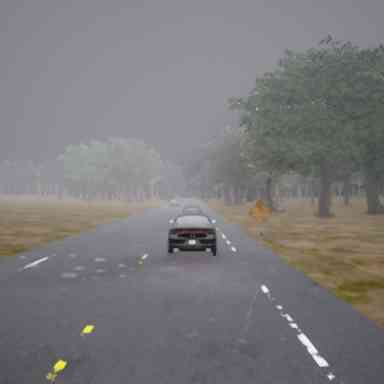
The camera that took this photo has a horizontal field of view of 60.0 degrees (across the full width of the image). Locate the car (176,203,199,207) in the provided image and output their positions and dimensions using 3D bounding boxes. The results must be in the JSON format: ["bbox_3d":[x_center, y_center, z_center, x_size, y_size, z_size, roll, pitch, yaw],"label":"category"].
[{"bbox_3d":[0.016,1.866,27.617,2.033,1.411,5.357,0,-1,0],"label":"car"}]

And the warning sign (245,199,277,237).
[{"bbox_3d":[3.511,1.316,17.007,1.300,1.860,1.060,-3,-3,0],"label":"warning sign"}]

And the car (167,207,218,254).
[{"bbox_3d":[0.032,1.645,14.268,1.882,1.535,5.008,0,0,0],"label":"car"}]

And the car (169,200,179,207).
[{"bbox_3d":[-3.502,2.277,65.542,1.812,1.442,4.674,0,-1,0],"label":"car"}]
